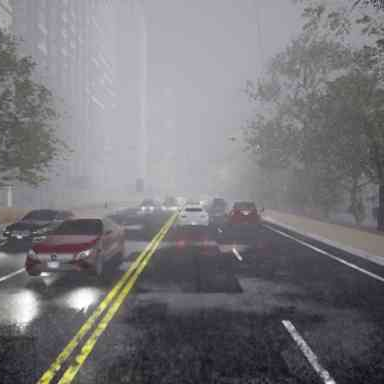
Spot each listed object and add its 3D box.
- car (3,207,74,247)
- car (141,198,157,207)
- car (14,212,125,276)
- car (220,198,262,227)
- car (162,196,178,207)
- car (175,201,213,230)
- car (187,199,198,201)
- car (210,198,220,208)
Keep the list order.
[{"bbox_3d":[-6.568,1.499,15.133,1.837,1.490,4.892,0,-1,0],"label":"car"},{"bbox_3d":[-6.571,1.550,50.836,1.994,1.385,4.181,0,0,0],"label":"car"},{"bbox_3d":[-3.342,1.519,10.426,1.812,1.442,4.674,0,0,1],"label":"car"},{"bbox_3d":[3.319,1.339,22.443,2.097,1.767,4.553,0,0,0],"label":"car"},{"bbox_3d":[-3.320,1.337,50.732,2.097,1.767,4.553,0,0,0],"label":"car"},{"bbox_3d":[0.094,1.514,20.817,1.812,1.442,4.674,0,0,0],"label":"car"},{"bbox_3d":[0.088,1.586,42.967,1.895,1.301,4.718,0,0,0],"label":"car"},{"bbox_3d":[3.330,1.491,43.225,1.837,1.490,4.892,0,0,0],"label":"car"}]
